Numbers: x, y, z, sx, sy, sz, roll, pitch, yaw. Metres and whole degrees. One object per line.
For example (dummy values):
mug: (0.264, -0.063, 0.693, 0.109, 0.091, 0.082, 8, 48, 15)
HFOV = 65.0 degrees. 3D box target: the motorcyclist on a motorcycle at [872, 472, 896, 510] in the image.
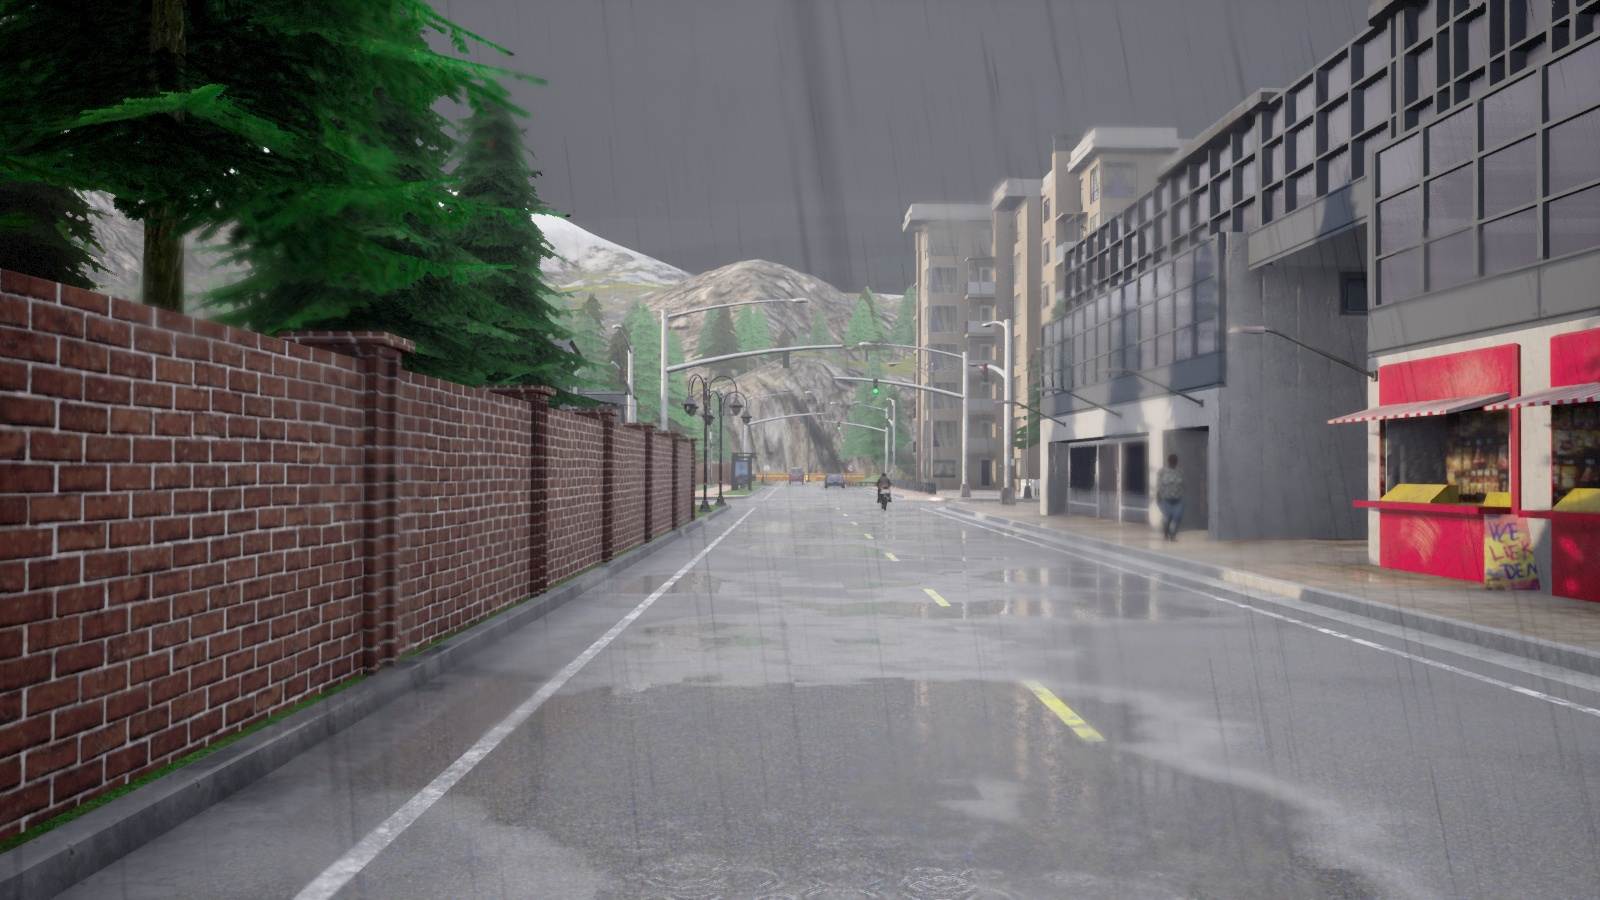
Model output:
motorcyclist on a motorcycle: (3.364, 1.626, 50.317, 0.797, 1.523, 2.044, 0, -1, 0)

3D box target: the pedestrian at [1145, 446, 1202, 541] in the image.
pedestrian: (7.470, 0.867, 25.156, 0.874, 1.855, 0.900, 0, -1, 3)
